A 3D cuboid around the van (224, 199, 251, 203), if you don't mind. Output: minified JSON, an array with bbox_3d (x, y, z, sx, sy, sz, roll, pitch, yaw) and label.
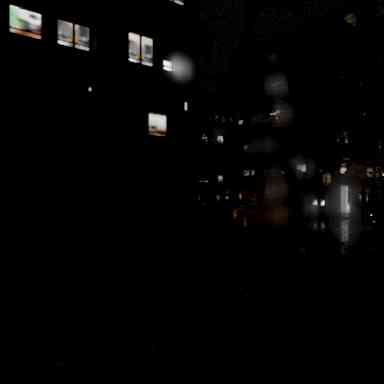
[{"bbox_3d":[5.200,1.688,38.113,1.690,1.788,3.998,-1,0,-36],"label":"van"}]

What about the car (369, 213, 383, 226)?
[{"bbox_3d":[14.781,1.715,22.627,4.718,1.301,1.895,-1,0,10],"label":"car"}]

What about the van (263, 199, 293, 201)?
[{"bbox_3d":[8.521,1.615,33.600,1.690,1.788,3.998,-1,0,-36],"label":"van"}]

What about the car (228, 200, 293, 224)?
[{"bbox_3d":[5.655,1.730,27.744,1.882,1.535,5.008,0,-1,-37],"label":"car"}]

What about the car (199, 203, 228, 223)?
[{"bbox_3d":[1.786,1.883,28.676,1.802,1.307,4.206,-1,0,-36],"label":"car"}]
